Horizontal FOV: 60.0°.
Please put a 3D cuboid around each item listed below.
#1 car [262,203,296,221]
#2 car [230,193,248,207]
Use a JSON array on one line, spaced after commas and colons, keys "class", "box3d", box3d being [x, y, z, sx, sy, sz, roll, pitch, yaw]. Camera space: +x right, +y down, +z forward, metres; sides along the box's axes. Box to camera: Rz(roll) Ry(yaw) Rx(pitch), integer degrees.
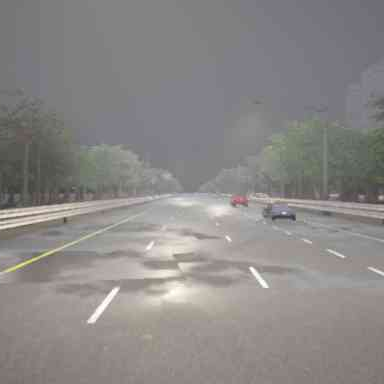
[{"class": "car", "box3d": [7.031, 1.567, 27.266, 1.994, 1.385, 4.181, 0, 0, 0]}, {"class": "car", "box3d": [7.083, 1.239, 50.578, 2.150, 2.045, 5.566, 0, 0, 0]}]
